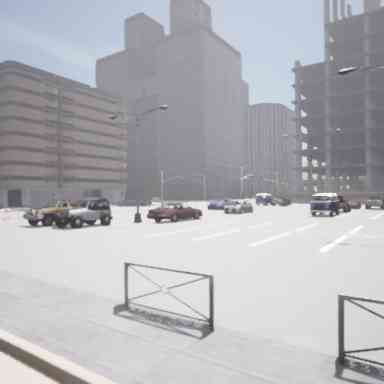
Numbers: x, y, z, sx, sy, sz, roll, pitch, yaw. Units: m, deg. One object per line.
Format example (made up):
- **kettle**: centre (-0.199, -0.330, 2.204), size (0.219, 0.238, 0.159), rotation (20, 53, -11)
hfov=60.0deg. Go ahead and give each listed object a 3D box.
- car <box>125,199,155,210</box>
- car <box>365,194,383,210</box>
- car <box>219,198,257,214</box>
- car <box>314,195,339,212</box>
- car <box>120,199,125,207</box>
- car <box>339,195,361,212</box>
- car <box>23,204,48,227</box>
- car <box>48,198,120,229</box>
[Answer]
- **car**: centre (-9.589, 1.993, 61.500), size (1.837, 1.490, 4.892), rotation (-1, -1, 34)
- **car**: centre (22.798, 1.215, 41.351), size (1.932, 1.855, 4.605), rotation (-1, 0, 34)
- **car**: centre (4.921, 1.578, 35.136), size (1.970, 1.475, 3.806), rotation (-1, 0, 34)
- **car**: centre (18.149, 1.519, 44.429), size (1.970, 1.475, 3.806), rotation (-1, 0, 34)
- **car**: centre (-12.487, 2.032, 63.462), size (1.837, 1.490, 4.892), rotation (-1, -1, 34)
- **car**: centre (20.548, 1.455, 42.809), size (1.784, 1.438, 3.905), rotation (-1, 0, 34)
- **car**: centre (-9.462, 1.393, 23.834), size (1.932, 1.855, 4.605), rotation (-1, 0, 34)
- **car**: centre (-7.093, 1.364, 22.171), size (1.905, 1.878, 3.866), rotation (-1, 0, 34)
